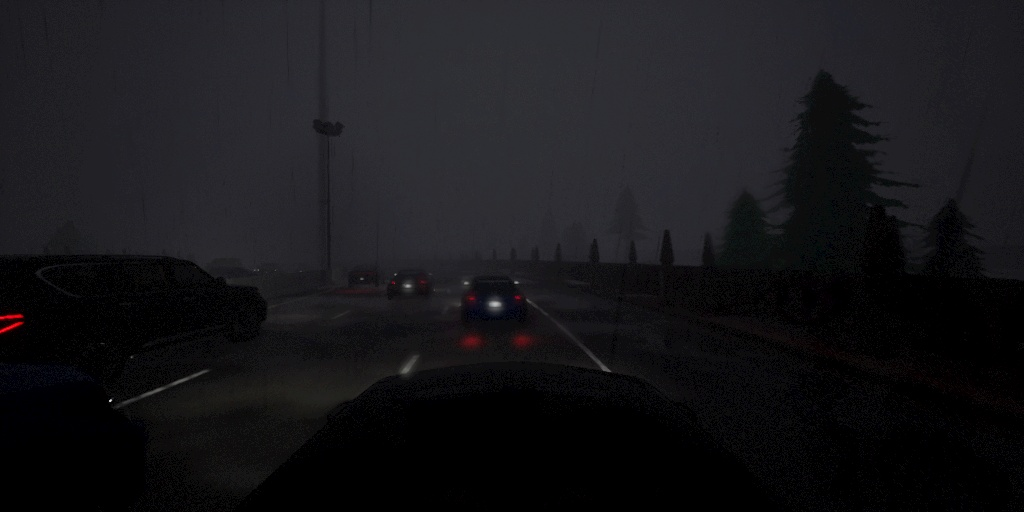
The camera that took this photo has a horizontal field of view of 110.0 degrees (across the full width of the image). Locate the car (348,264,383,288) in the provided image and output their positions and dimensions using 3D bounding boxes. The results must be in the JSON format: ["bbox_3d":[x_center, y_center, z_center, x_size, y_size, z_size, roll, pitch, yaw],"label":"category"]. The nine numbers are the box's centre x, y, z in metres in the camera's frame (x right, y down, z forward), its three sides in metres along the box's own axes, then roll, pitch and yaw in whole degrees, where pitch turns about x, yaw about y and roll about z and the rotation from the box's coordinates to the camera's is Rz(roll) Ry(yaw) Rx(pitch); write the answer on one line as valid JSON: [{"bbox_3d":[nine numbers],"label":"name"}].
[{"bbox_3d":[-10.054,1.291,25.061,1.882,1.535,5.008,0,0,-13],"label":"car"}]

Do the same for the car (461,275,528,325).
[{"bbox_3d":[-0.658,1.316,11.959,1.994,1.385,4.181,0,0,-6],"label":"car"}]

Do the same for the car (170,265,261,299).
[{"bbox_3d":[-16.257,1.318,20.074,1.882,1.535,5.008,0,0,-12],"label":"car"}]

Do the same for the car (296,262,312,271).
[{"bbox_3d":[-32.716,1.644,56.345,1.994,1.385,4.181,0,0,-36],"label":"car"}]

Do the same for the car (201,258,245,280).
[{"bbox_3d":[-28.799,1.191,35.999,2.150,2.045,5.566,0,0,-25],"label":"car"}]

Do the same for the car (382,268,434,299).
[{"bbox_3d":[-5.078,1.341,18.306,1.994,1.385,4.181,0,0,-10],"label":"car"}]

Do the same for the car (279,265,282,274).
[{"bbox_3d":[-26.621,1.471,39.485,1.837,1.490,4.892,0,-1,-26],"label":"car"}]

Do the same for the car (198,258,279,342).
[{"bbox_3d":[-7.173,1.001,6.671,2.150,2.045,5.566,0,0,-3],"label":"car"}]
